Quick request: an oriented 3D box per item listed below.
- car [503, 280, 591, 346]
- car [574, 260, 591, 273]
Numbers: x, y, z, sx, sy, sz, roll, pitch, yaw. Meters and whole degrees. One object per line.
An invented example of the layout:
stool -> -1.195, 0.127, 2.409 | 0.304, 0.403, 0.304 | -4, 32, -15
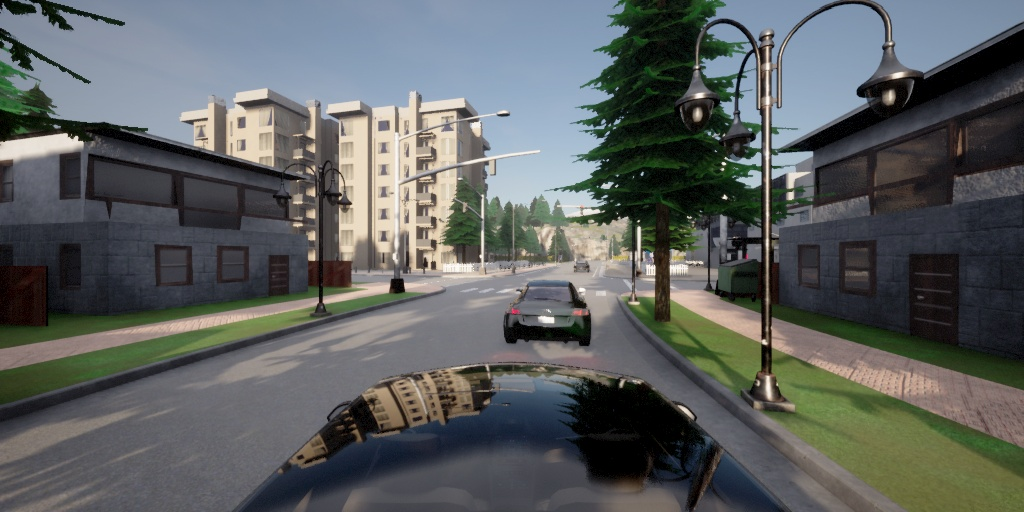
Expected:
car -> 1.011, 1.314, 9.513 | 1.994, 1.385, 4.181 | 0, 0, 9
car -> 8.793, 1.276, 44.999 | 2.128, 1.511, 4.902 | 0, 0, 14
